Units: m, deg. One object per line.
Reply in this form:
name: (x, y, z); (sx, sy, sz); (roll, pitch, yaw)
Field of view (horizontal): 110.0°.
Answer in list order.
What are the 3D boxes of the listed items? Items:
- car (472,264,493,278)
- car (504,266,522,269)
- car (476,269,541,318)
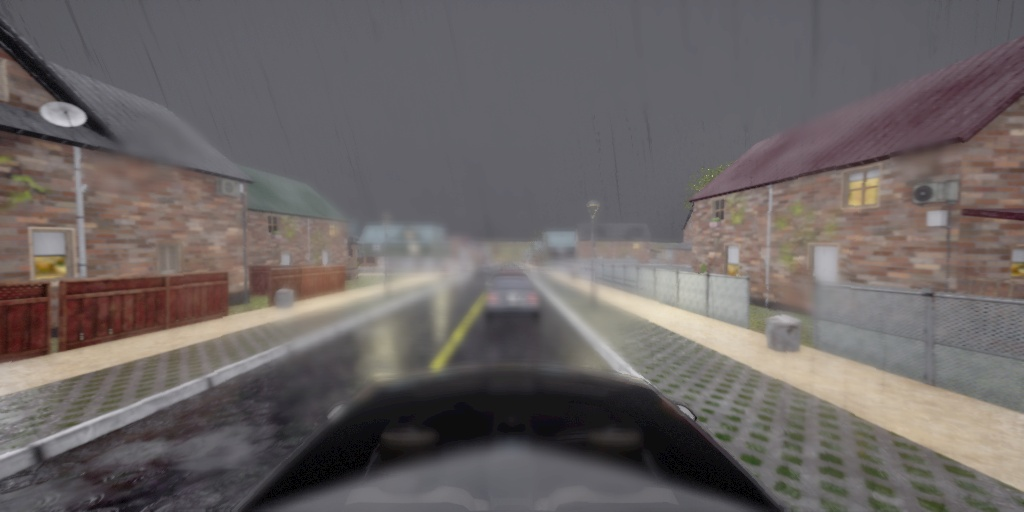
car: (-2.820, 1.535, 36.287); (1.994, 1.385, 4.181); (0, 0, 0)
car: (0.064, 1.523, 30.076); (1.895, 1.301, 4.718); (0, 0, 0)
car: (0.050, 1.355, 13.180); (2.033, 1.411, 5.357); (0, 0, 0)
